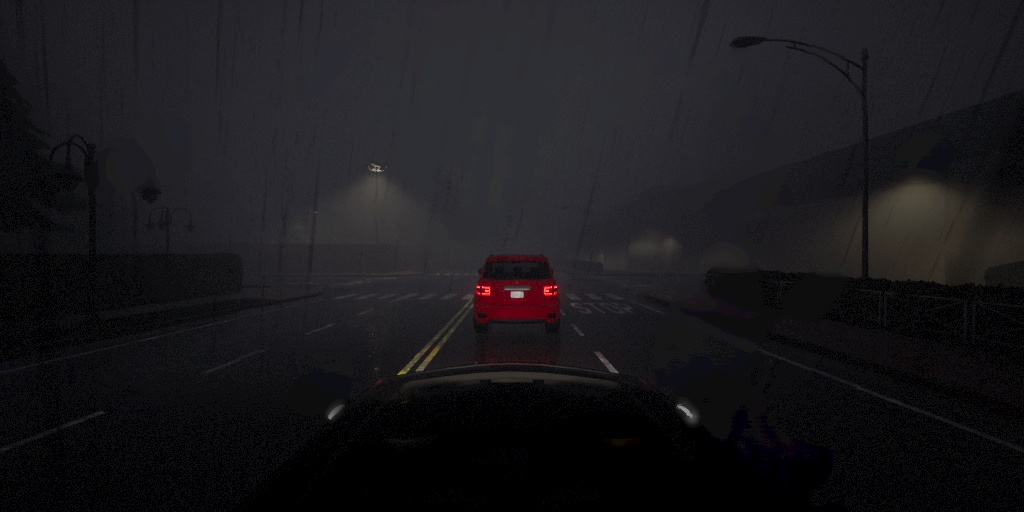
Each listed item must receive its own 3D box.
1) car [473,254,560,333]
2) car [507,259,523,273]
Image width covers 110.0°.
[{"bbox_3d":[0.122,0.971,10.847,2.150,2.045,5.566,0,0,0],"label":"car"},{"bbox_3d":[0.352,1.228,45.202,1.882,1.535,5.008,0,0,1],"label":"car"}]
